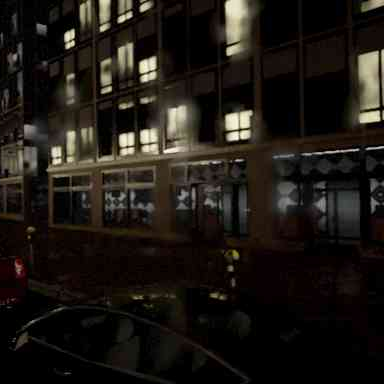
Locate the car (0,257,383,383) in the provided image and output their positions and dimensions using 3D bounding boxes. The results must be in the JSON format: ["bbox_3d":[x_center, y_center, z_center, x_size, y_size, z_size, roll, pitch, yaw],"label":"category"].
[{"bbox_3d":[-0.517,1.574,3.296,4.313,1.339,1.947,0,-1,36],"label":"car"}]

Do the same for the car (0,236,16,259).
[{"bbox_3d":[-5.079,1.464,6.694,4.097,1.590,1.967,0,-1,38],"label":"car"}]
